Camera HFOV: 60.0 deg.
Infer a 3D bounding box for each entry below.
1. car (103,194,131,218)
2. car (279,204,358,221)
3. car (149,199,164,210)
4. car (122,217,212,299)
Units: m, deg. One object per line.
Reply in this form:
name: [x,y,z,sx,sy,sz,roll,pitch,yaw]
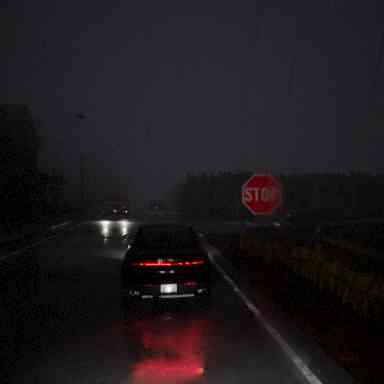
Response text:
car: [-6.804,1.221,30.446,2.150,2.045,5.566,0,0,-8]
car: [9.081,1.547,23.994,5.357,1.411,2.033,0,0,-6]
car: [-4.481,1.600,42.245,1.895,1.301,4.718,0,0,-6]
car: [-0.696,1.505,8.495,1.837,1.490,4.892,0,0,-6]
